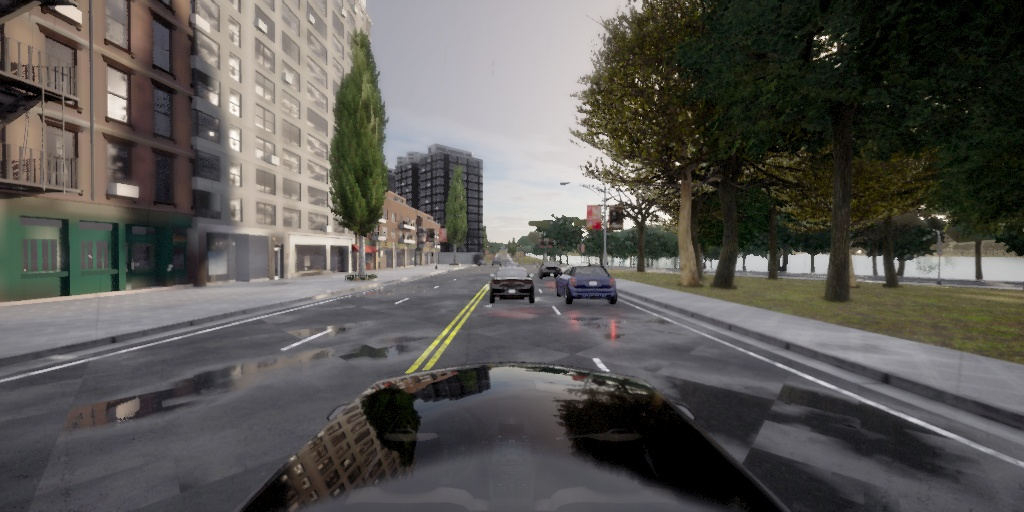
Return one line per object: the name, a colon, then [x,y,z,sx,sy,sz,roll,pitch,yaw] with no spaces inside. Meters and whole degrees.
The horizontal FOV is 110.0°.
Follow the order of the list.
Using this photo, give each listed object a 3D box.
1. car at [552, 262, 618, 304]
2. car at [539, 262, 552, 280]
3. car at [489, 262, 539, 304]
car: [3.249,1.119,16.472,2.097,1.767,4.553,0,0,0]
car: [3.249,1.293,31.505,1.837,1.490,4.892,0,0,0]
car: [-0.001,1.237,16.502,1.882,1.535,5.008,0,0,0]
